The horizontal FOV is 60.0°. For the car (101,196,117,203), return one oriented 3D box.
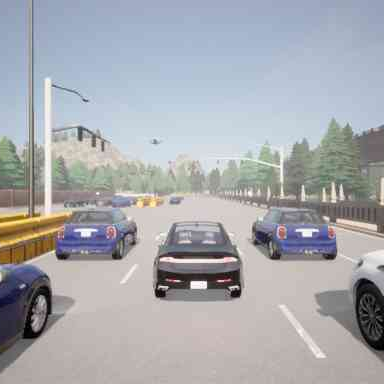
[{"bbox_3d":[-17.236,1.525,69.213,2.128,1.511,4.902,0,0,0],"label":"car"}]

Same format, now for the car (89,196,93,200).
[{"bbox_3d":[-17.344,1.505,58.787,1.837,1.490,4.892,0,0,1],"label":"car"}]

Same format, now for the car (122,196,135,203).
[{"bbox_3d":[-13.724,1.553,72.124,1.994,1.385,4.181,0,0,0],"label":"car"}]

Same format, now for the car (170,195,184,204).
[{"bbox_3d":[-3.155,1.563,64.515,1.994,1.385,4.181,0,0,0],"label":"car"}]

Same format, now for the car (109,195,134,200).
[{"bbox_3d":[-10.399,1.478,49.246,1.882,1.535,5.008,0,0,0],"label":"car"}]

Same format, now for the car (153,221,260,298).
[{"bbox_3d":[0.131,1.492,8.520,2.128,1.511,4.902,0,0,0],"label":"car"}]

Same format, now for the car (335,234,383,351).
[{"bbox_3d":[3.615,1.221,3.049,2.150,2.045,5.566,0,0,0],"label":"car"}]

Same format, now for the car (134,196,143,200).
[{"bbox_3d":[-10.355,1.526,58.312,1.812,1.442,4.674,0,0,1],"label":"car"}]

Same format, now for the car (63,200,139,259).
[{"bbox_3d":[-3.402,1.352,12.655,2.097,1.767,4.553,0,0,-1],"label":"car"}]

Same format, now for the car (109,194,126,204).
[{"bbox_3d":[-13.815,1.352,62.105,2.097,1.767,4.553,0,0,1],"label":"car"}]

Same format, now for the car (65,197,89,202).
[{"bbox_3d":[-17.417,1.505,49.373,1.837,1.490,4.892,0,0,1],"label":"car"}]

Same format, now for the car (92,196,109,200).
[{"bbox_3d":[-13.870,1.526,52.961,1.812,1.442,4.674,0,0,1],"label":"car"}]

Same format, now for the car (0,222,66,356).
[{"bbox_3d":[-3.384,1.352,3.738,2.097,1.767,4.553,0,0,0],"label":"car"}]

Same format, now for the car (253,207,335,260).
[{"bbox_3d":[3.645,1.352,12.633,2.097,1.767,4.553,0,0,0],"label":"car"}]

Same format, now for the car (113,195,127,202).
[{"bbox_3d":[-17.195,1.540,79.704,2.033,1.411,5.357,0,0,0],"label":"car"}]

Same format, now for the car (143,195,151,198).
[{"bbox_3d":[-10.250,1.492,67.675,2.128,1.511,4.902,0,0,0],"label":"car"}]

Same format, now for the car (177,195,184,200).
[{"bbox_3d":[-3.147,1.595,92.073,1.895,1.301,4.718,0,0,0],"label":"car"}]
